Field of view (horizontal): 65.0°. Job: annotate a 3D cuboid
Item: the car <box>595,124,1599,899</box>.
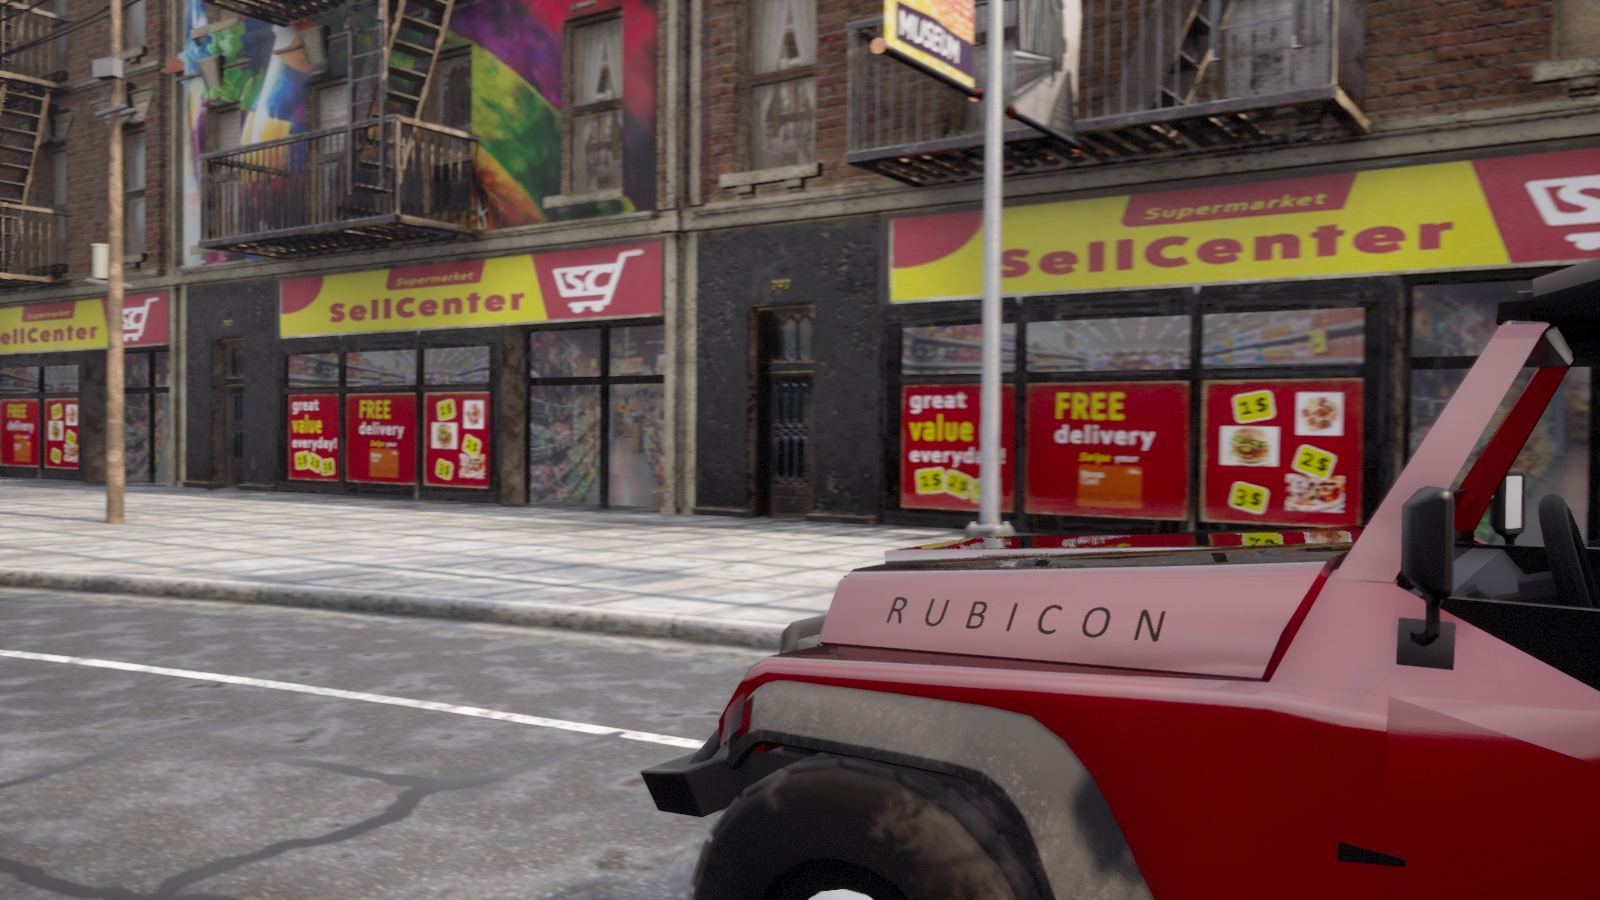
[{"bbox_3d":[1.698,0.475,2.490,3.866,1.878,1.905,0,1,33],"label":"car"}]
